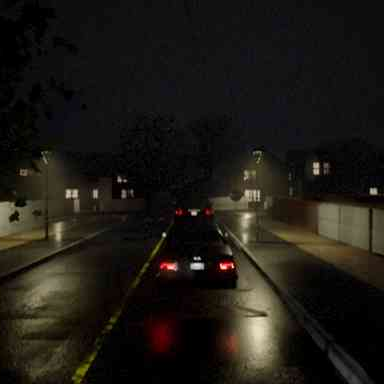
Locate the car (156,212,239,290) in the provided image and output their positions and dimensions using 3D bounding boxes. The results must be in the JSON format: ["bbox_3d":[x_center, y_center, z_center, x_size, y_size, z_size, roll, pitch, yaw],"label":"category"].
[{"bbox_3d":[0.099,1.519,9.138,2.033,1.411,5.357,0,0,0],"label":"car"}]

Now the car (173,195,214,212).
[{"bbox_3d":[0.085,1.162,19.493,2.150,2.045,5.566,0,0,0],"label":"car"}]
